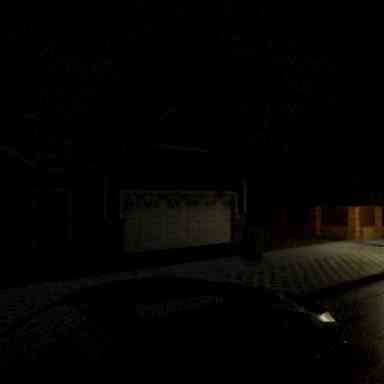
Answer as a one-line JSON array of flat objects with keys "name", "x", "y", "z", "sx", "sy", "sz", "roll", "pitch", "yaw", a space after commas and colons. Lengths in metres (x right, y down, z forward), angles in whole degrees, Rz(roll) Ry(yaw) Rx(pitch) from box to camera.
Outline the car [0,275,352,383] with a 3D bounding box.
[{"name": "car", "x": -0.545, "y": 1.533, "z": 2.677, "sx": 4.674, "sy": 1.442, "sz": 1.812, "roll": 1, "pitch": 0, "yaw": -35}]
